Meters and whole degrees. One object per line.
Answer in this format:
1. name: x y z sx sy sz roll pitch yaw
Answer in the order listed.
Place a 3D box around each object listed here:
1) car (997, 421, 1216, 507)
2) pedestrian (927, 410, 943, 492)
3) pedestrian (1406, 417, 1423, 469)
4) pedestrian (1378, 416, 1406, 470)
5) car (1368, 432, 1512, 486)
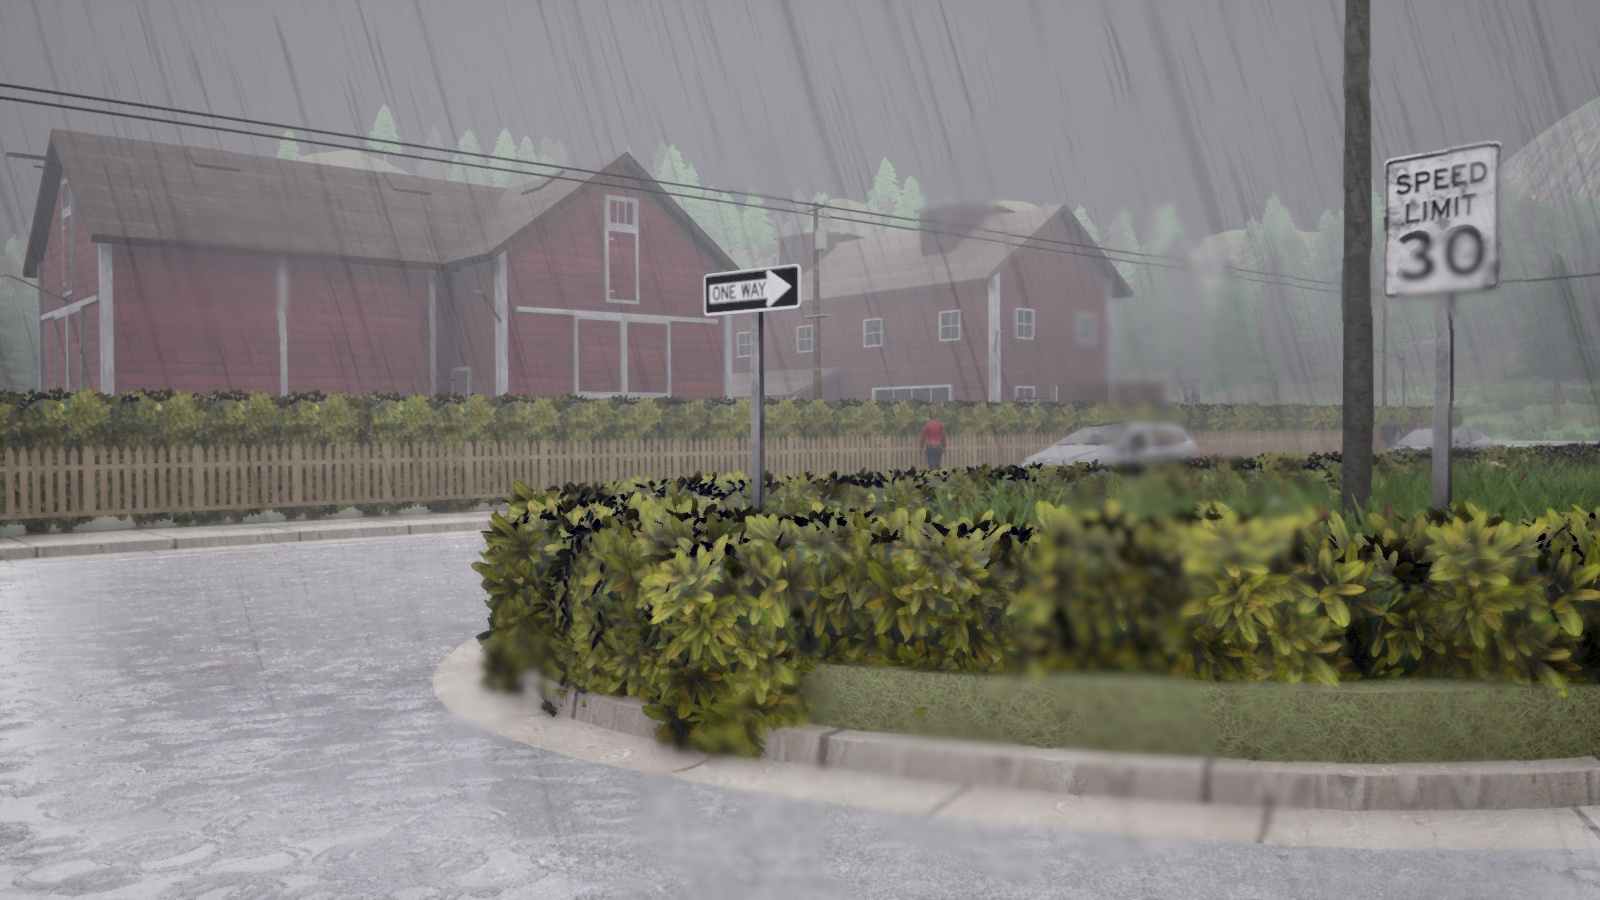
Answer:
1. car: 6.575 0.240 26.701 4.611 1.667 2.242 -1 1 -41
2. pedestrian: 3.073 0.023 28.609 0.331 1.846 0.636 0 1 4
3. pedestrian: 22.171 -0.260 45.316 0.634 1.846 0.331 -1 1 -41
4. pedestrian: 20.858 -0.242 44.256 0.849 1.883 0.563 -1 1 -40
5. car: 19.154 0.212 37.518 4.792 1.488 2.163 -1 1 -41
